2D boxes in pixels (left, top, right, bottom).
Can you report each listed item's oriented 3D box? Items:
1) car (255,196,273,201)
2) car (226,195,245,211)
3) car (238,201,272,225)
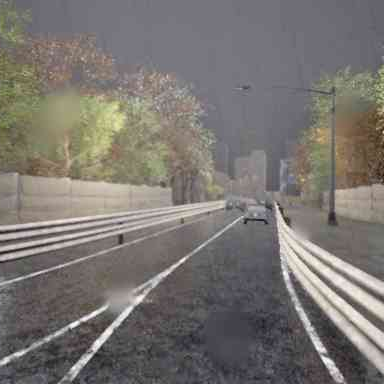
[{"bbox_3d":[9.524,1.528,44.320,2.150,2.045,5.566,1,0,14],"label":"car"},{"bbox_3d":[5.835,1.478,43.678,2.150,2.045,5.566,1,-1,14],"label":"car"},{"bbox_3d":[5.087,1.710,26.078,2.033,1.411,5.357,1,0,14],"label":"car"}]
